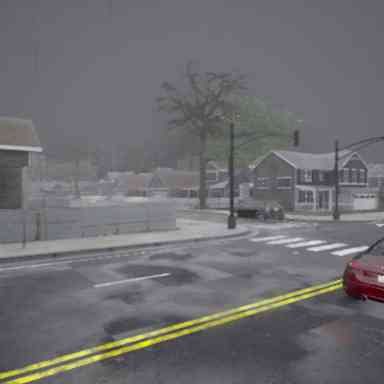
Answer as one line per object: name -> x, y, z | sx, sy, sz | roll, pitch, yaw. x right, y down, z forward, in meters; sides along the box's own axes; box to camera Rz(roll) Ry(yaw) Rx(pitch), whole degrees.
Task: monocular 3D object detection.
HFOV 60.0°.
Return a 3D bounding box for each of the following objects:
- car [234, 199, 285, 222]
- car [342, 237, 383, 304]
car -> 5.105, 1.368, 26.604 | 2.097, 1.767, 4.553 | 0, 0, -34
car -> 5.087, 1.561, 7.290 | 4.181, 1.385, 1.994 | 0, 0, -40
